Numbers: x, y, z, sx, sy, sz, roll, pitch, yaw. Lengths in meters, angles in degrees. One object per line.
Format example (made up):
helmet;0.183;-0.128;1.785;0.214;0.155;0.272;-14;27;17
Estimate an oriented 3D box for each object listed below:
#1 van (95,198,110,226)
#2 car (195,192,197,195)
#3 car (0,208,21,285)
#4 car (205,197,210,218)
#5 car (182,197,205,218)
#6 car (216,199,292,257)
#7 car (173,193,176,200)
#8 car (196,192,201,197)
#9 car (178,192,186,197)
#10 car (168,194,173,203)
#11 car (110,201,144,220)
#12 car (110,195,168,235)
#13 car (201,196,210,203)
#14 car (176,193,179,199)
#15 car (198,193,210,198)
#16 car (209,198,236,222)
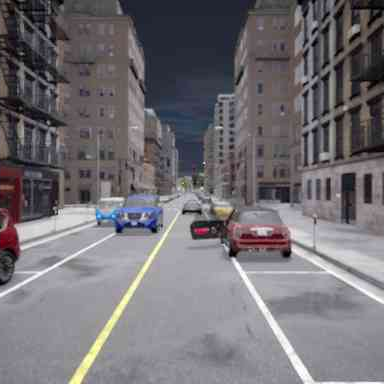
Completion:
van;-5.385;1.298;22.842;1.690;1.788;3.998;0;0;0
car;2.664;1.134;94.620;2.192;1.841;5.009;0;0;0
car;-5.394;1.302;6.623;2.192;1.841;5.009;0;0;0
car;2.649;1.488;33.654;2.008;1.369;4.403;0;0;0
car;0.011;1.503;33.050;1.994;1.385;4.181;0;0;0
car;2.267;1.328;12.887;2.097;1.767;4.553;0;0;0
car;-5.366;1.420;77.574;1.947;1.339;4.313;0;0;0
car;2.661;1.283;83.256;1.967;1.590;4.097;0;0;0
car;-2.723;0.933;94.760;1.837;1.490;4.892;0;0;0
car;-5.369;1.403;66.042;1.752;1.417;4.829;0;0;0
car;-5.382;1.498;28.249;2.008;1.369;4.403;0;0;0
car;-2.842;1.185;19.094;2.150;2.045;5.566;0;0;0
car;2.656;1.459;66.211;1.802;1.307;4.206;0;0;0
car;-5.362;1.382;88.937;2.008;1.369;4.403;0;0;0
car;2.654;1.439;60.529;2.008;1.369;4.403;0;0;0
car;2.652;1.472;28.417;1.752;1.417;4.829;0;0;0
